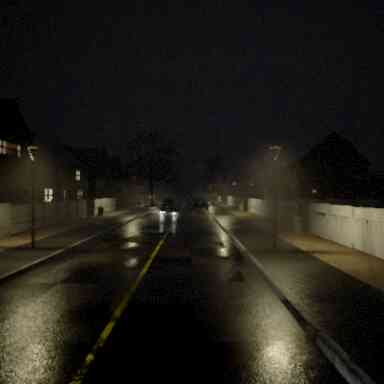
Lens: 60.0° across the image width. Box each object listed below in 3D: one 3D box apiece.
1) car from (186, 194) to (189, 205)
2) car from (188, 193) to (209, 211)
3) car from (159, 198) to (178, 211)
[{"bbox_3d":[-0.001,1.590,59.520,2.033,1.411,5.357,0,0,0],"label":"car"},{"bbox_3d":[0.929,1.343,41.650,2.097,1.767,4.553,-2,0,0],"label":"car"},{"bbox_3d":[-2.840,1.528,40.871,1.837,1.490,4.892,0,0,0],"label":"car"}]
